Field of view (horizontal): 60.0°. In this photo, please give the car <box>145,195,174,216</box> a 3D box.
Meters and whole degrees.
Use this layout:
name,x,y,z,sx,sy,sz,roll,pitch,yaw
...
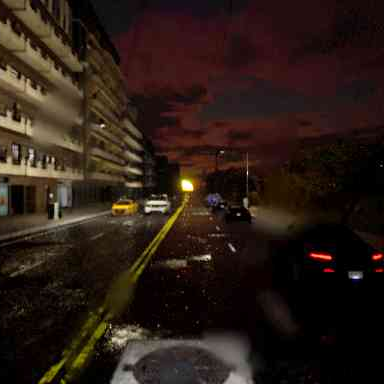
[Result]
name,x,y,z,sx,sy,sz,roll,pitch,yaw
car,-3.343,1.278,33.284,2.150,2.045,5.566,0,-1,0

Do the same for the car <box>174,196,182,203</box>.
name,x,y,z,sx,sy,sz,roll,pitch,yaw
car,-3.244,1.600,73.072,2.128,1.511,4.902,0,0,0

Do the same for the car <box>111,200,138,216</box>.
name,x,y,z,sx,sy,sz,roll,pitch,yaw
car,-6.592,1.530,32.899,1.882,1.535,5.008,0,0,0

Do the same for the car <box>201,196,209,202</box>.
name,x,y,z,sx,sy,sz,roll,pitch,yaw
car,3.256,1.678,82.158,1.812,1.442,4.674,0,0,0

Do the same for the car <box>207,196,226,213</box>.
name,x,y,z,sx,sy,sz,roll,pitch,yaw
car,3.253,1.566,38.186,2.163,1.488,4.792,0,0,0

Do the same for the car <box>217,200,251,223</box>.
name,x,y,z,sx,sy,sz,roll,pitch,yaw
car,3.353,1.604,25.976,1.994,1.385,4.181,0,0,0

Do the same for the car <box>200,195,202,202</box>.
name,x,y,z,sx,sy,sz,roll,pitch,yaw
car,3.255,1.692,71.158,1.994,1.385,4.181,0,0,0

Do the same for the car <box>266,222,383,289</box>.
name,x,y,z,sx,sy,sz,roll,pitch,yaw
car,3.350,1.540,9.106,1.812,1.442,4.674,0,0,0

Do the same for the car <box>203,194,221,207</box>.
name,x,y,z,sx,sy,sz,roll,pitch,yaw
car,3.254,1.304,49.187,2.150,2.045,5.566,0,0,0

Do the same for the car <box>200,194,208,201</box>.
name,x,y,z,sx,sy,sz,roll,pitch,yaw
car,3.257,1.531,93.129,2.097,1.767,4.553,0,0,0

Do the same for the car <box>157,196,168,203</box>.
name,x,y,z,sx,sy,sz,roll,pitch,yaw
car,-6.495,1.568,73.488,1.837,1.490,4.892,0,0,0
